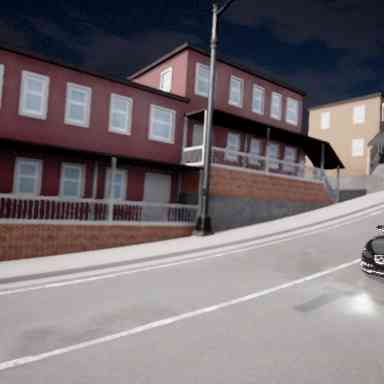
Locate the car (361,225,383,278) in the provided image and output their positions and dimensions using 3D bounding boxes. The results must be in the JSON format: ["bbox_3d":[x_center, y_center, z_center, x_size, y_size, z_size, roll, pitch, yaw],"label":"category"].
[{"bbox_3d":[6.213,1.194,8.496,4.892,1.490,1.837,-5,3,-36],"label":"car"}]
